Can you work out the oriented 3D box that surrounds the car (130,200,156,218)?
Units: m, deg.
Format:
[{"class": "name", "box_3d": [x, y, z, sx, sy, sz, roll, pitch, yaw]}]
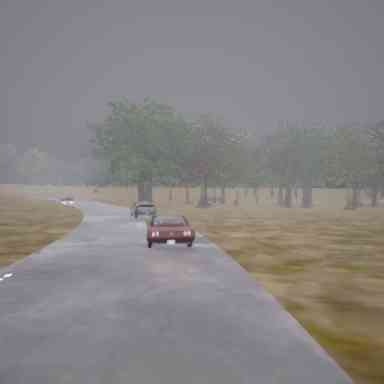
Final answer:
[{"class": "car", "box_3d": [-4.396, 1.490, 29.657, 2.128, 1.511, 4.902, 0, 0, -17]}]

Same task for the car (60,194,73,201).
[{"class": "car", "box_3d": [-24.033, 1.113, 63.527, 1.994, 1.385, 4.181, 0, 1, -30]}]

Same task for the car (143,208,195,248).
[{"class": "car", "box_3d": [-1.109, 1.621, 14.844, 1.895, 1.301, 4.718, 0, 0, -8]}]
